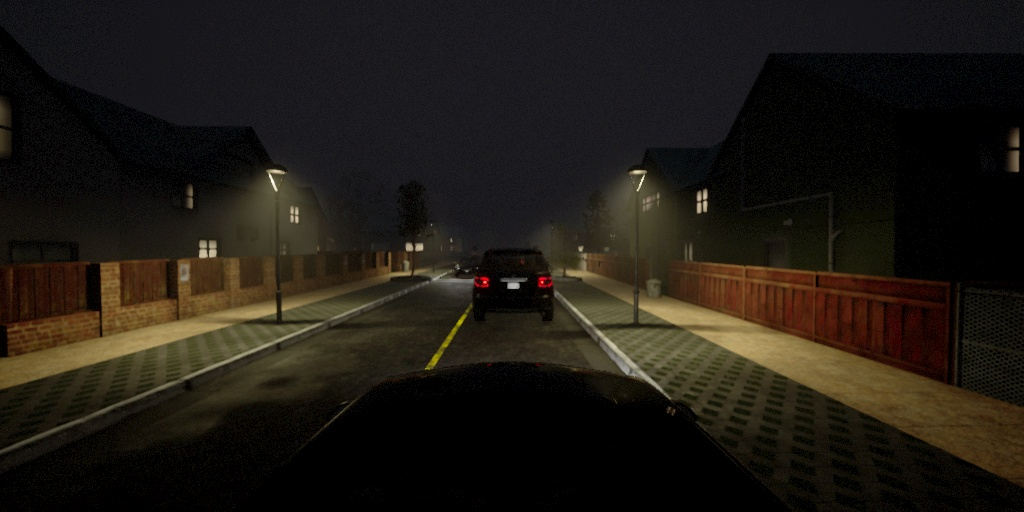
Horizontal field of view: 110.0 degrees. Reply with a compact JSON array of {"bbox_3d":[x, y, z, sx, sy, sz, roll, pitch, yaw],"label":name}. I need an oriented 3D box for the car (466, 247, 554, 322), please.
[{"bbox_3d":[0.038,0.740,11.341,2.150,2.045,5.566,0,2,0],"label":"car"}]

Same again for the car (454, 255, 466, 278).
[{"bbox_3d":[-2.951,0.684,25.786,1.837,1.490,4.892,0,1,0],"label":"car"}]
